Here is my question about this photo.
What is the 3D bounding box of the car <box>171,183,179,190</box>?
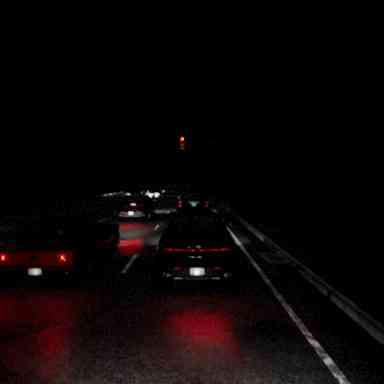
[{"bbox_3d":[-4.049,-1.172,79.145,1.812,1.442,4.674,0,2,-2],"label":"car"}]

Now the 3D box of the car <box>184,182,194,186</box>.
[{"bbox_3d":[-0.549,-1.168,79.244,1.812,1.442,4.674,0,2,-2],"label":"car"}]

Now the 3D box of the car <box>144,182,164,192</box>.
[{"bbox_3d":[-7.173,-0.635,63.175,2.128,1.511,4.902,0,2,0],"label":"car"}]

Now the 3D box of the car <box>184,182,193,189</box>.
[{"bbox_3d":[-1.038,-1.784,89.344,2.097,1.767,4.553,0,2,-3],"label":"car"}]

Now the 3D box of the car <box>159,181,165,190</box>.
[{"bbox_3d":[-7.562,-1.491,79.444,2.150,2.045,5.566,0,2,-2],"label":"car"}]

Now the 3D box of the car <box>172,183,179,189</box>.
[{"bbox_3d":[-4.534,-1.609,89.181,1.812,1.442,4.674,0,2,-3],"label":"car"}]

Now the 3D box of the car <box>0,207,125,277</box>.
[{"bbox_3d":[-3.399,1.363,9.425,1.895,1.301,4.718,0,2,0],"label":"car"}]

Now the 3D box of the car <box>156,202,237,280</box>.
[{"bbox_3d":[0.100,1.276,9.200,1.837,1.490,4.892,0,2,0],"label":"car"}]

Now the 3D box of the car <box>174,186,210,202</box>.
[{"bbox_3d":[0.100,0.687,21.569,2.097,1.767,4.553,0,2,0],"label":"car"}]

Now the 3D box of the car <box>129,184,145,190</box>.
[{"bbox_3d":[-10.660,-0.519,62.948,1.895,1.301,4.718,0,2,0],"label":"car"}]

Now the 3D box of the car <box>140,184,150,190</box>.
[{"bbox_3d":[-11.058,-1.207,79.284,1.837,1.490,4.892,0,2,-2],"label":"car"}]

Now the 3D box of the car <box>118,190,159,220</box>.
[{"bbox_3d":[-3.398,0.863,20.910,1.837,1.490,4.892,0,2,0],"label":"car"}]
